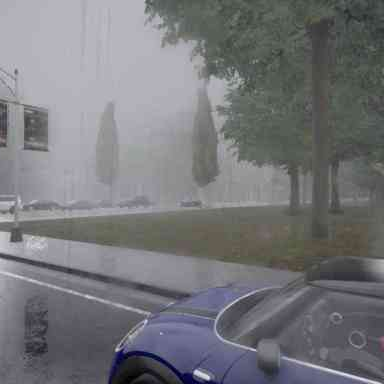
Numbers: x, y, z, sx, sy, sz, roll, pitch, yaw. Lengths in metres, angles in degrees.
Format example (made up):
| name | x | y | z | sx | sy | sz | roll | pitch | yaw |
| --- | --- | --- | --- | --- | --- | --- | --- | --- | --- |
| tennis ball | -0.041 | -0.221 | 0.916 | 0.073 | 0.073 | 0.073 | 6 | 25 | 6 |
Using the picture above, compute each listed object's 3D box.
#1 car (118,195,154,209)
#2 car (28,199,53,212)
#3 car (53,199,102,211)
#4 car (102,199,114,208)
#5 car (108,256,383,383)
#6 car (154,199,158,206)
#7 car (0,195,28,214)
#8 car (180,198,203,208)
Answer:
| name | x | y | z | sx | sy | sz | roll | pitch | yaw |
| --- | --- | --- | --- | --- | --- | --- | --- | --- | --- |
| car | -9.113 | 1.510 | 52.615 | 2.150 | 2.045 | 5.566 | 0 | 0 | 36 |
| car | -19.759 | 1.690 | 43.073 | 1.882 | 1.535 | 5.008 | 0 | 0 | 35 |
| car | -15.102 | 1.773 | 44.062 | 2.033 | 1.411 | 5.357 | 0 | 0 | 35 |
| car | -14.077 | 1.832 | 51.192 | 1.994 | 1.385 | 4.181 | 0 | 0 | 35 |
| car | 1.416 | 1.352 | 2.678 | 4.553 | 1.767 | 2.097 | 0 | 0 | 36 |
| car | -8.131 | 1.831 | 59.636 | 2.128 | 1.511 | 4.902 | 0 | 0 | 36 |
| car | -21.065 | 1.394 | 35.546 | 2.150 | 2.045 | 5.566 | 0 | 0 | 34 |
| car | 0.114 | 1.678 | 54.133 | 2.097 | 1.767 | 4.553 | 0 | 0 | 35 |
